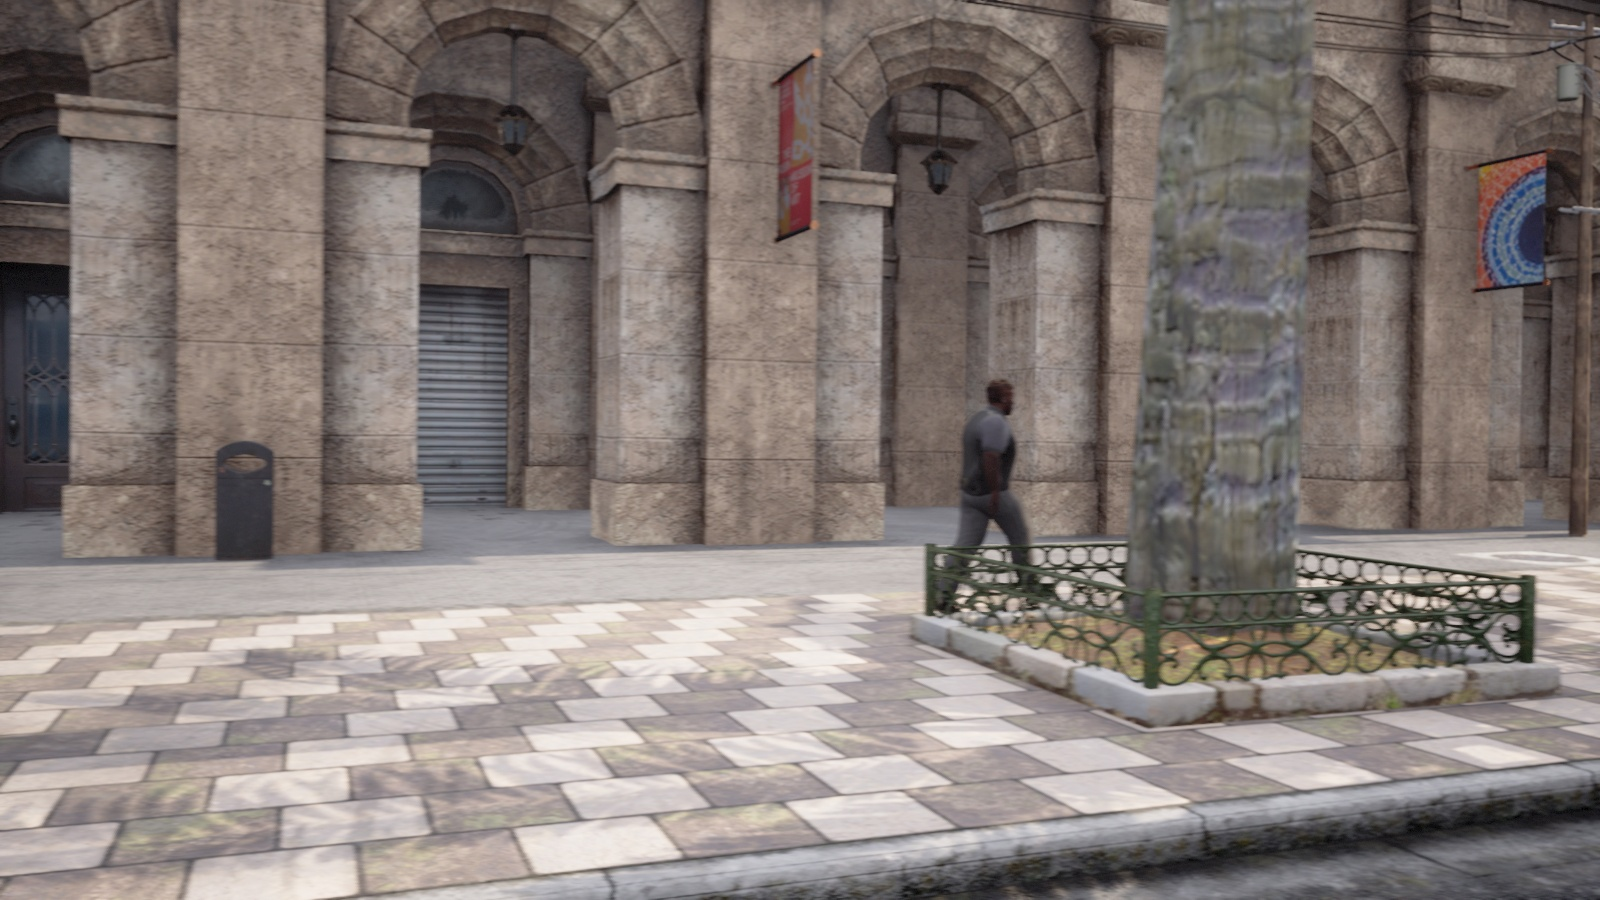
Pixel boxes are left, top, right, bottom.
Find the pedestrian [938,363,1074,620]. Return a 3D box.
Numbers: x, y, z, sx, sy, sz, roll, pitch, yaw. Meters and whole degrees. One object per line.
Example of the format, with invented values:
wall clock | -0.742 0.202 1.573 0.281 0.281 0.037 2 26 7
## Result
pedestrian | 1.575 0.298 9.635 0.849 1.883 0.563 -1 1 -21
